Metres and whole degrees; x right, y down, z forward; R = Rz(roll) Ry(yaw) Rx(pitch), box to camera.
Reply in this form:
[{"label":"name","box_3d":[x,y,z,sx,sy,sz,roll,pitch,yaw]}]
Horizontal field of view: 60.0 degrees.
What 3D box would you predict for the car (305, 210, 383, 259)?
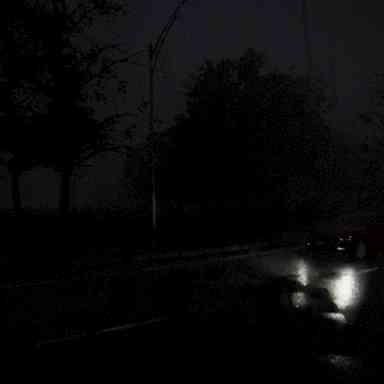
[{"label":"car","box_3d":[6.403,1.484,12.698,5.008,1.535,1.882,1,0,-35]}]
